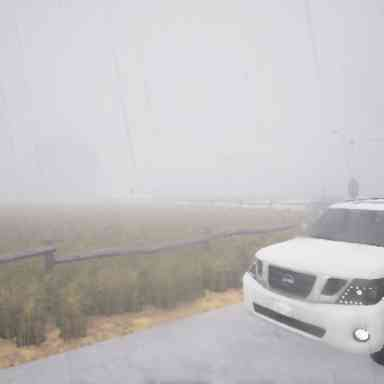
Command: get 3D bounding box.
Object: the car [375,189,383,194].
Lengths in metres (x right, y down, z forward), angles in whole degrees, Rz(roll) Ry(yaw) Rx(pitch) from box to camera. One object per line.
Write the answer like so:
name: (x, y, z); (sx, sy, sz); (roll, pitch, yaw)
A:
car: (44.806, 0.201, 77.315); (1.905, 1.878, 3.866); (-1, 1, -36)

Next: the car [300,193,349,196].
car: (12.775, 1.118, 30.709); (2.128, 1.511, 4.902); (-1, 1, -30)

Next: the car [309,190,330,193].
car: (25.270, 0.704, 63.030); (2.242, 1.667, 4.611); (-1, 1, -36)

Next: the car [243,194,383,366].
car: (3.454, 1.153, 5.936); (5.566, 2.045, 2.150); (0, 0, -35)

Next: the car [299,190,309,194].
car: (28.758, 0.341, 82.000); (1.932, 1.855, 4.605); (-1, 1, -36)
